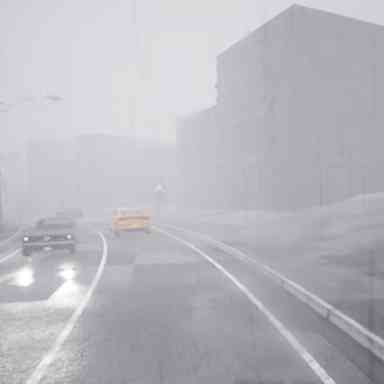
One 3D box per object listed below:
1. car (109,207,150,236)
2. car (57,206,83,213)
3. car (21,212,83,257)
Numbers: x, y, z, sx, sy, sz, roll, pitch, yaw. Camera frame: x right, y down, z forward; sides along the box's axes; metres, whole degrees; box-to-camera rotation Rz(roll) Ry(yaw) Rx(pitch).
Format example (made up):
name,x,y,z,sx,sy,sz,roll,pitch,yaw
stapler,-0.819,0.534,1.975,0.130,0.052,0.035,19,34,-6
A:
name,x,y,z,sx,sy,sz,roll,pitch,yaw
car,-3.802,1.648,19.838,1.882,1.535,5.008,-1,-1,-19
car,-13.927,2.275,37.681,1.994,1.385,4.181,-3,-1,-38
car,-5.767,1.765,14.038,1.895,1.301,4.718,-1,-1,-16
